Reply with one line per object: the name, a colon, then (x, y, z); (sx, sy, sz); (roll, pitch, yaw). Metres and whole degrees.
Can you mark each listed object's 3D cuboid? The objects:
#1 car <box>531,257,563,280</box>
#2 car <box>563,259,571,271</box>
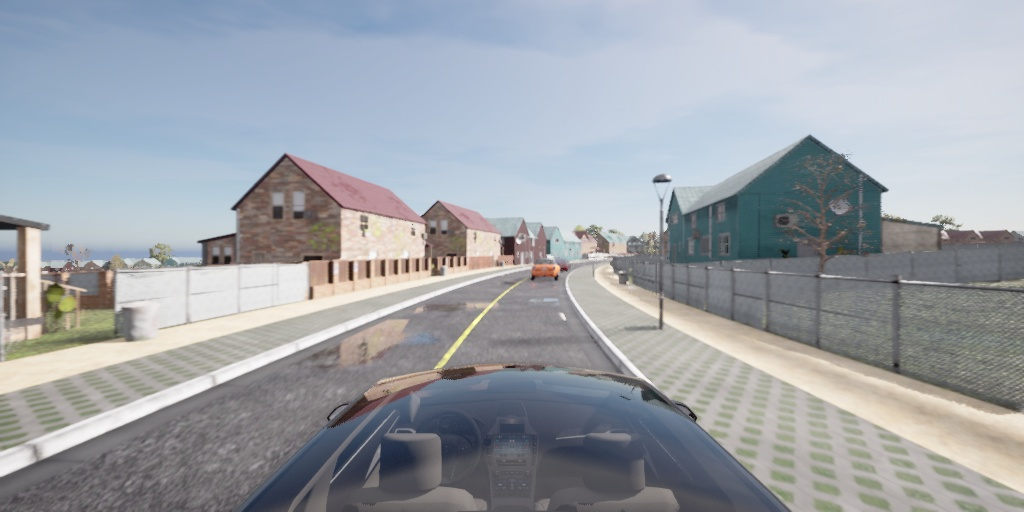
car: (2.820, 0.961, 29.354); (2.097, 1.767, 4.553); (0, 1, 10)
car: (5.818, 1.048, 42.266); (1.994, 1.385, 4.181); (0, 1, 15)
